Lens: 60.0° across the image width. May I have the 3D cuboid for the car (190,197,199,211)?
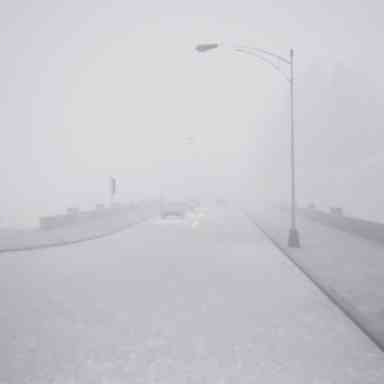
[{"bbox_3d":[-0.625,1.516,38.631,1.895,1.301,4.718,-1,0,5],"label":"car"}]

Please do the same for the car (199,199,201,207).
[{"bbox_3d":[0.272,1.445,48.408,1.994,1.385,4.181,-1,0,5],"label":"car"}]

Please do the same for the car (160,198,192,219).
[{"bbox_3d":[-1.470,1.495,29.002,2.033,1.411,5.357,-1,0,5],"label":"car"}]

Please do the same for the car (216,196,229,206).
[{"bbox_3d":[4.522,1.352,50.001,1.812,1.442,4.674,-1,0,5],"label":"car"}]
